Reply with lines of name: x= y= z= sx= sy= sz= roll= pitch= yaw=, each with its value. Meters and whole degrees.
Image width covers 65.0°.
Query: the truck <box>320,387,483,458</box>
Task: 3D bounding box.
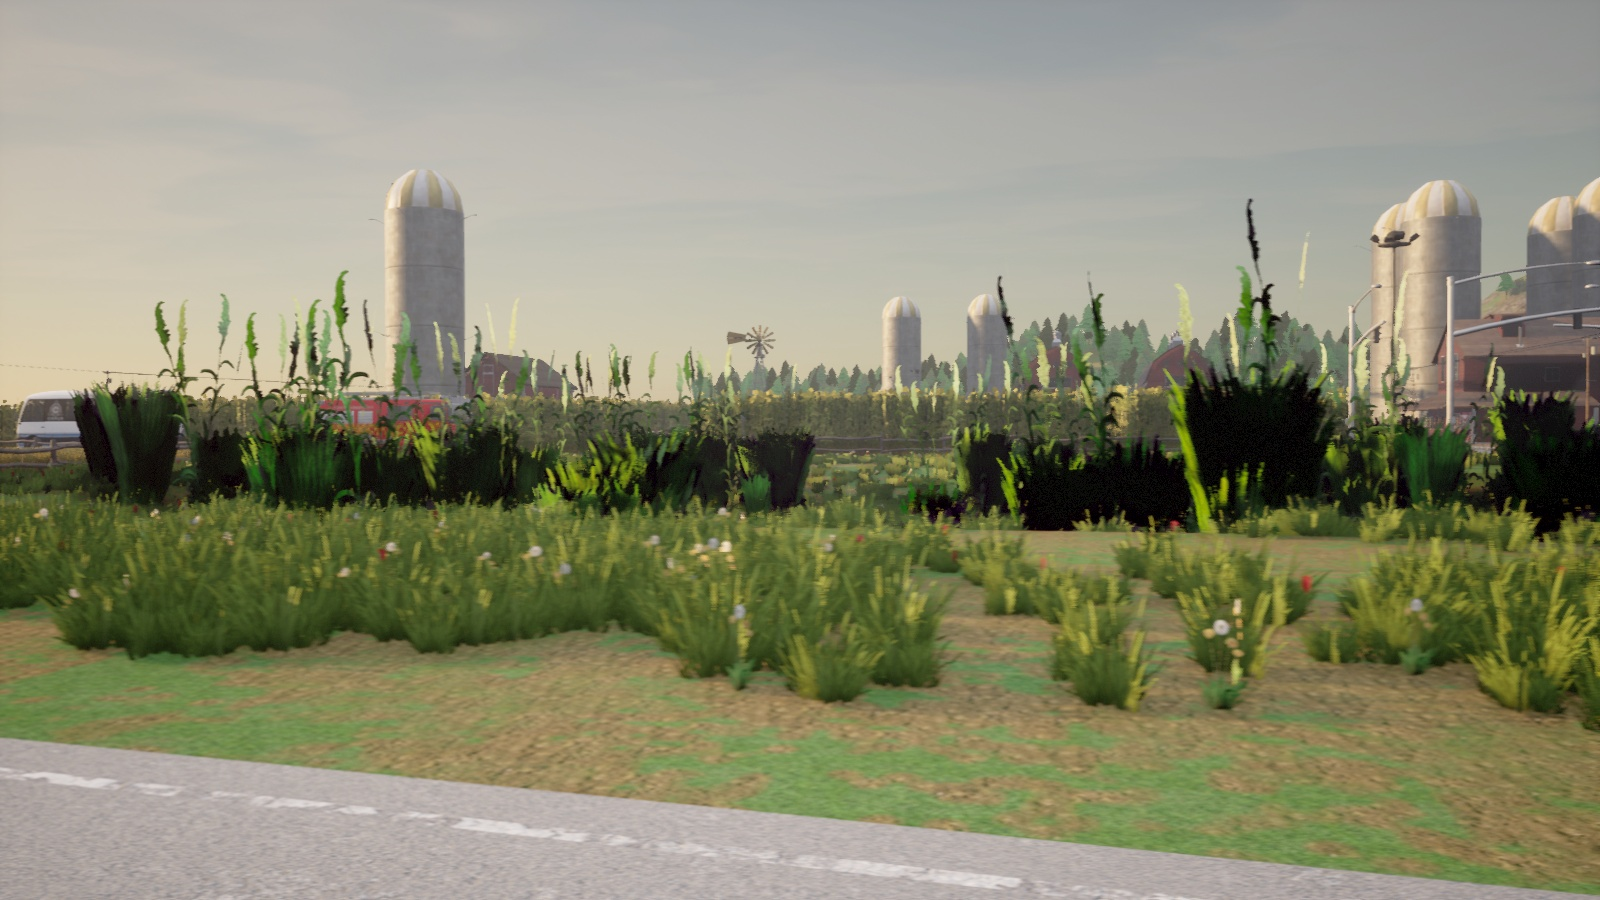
truck: x=-22.480 y=-1.546 z=70.913 sx=8.468 sy=3.827 sz=2.891 roll=0 pitch=1 yaw=13

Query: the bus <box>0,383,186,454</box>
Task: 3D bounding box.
bus: x=-44.460 y=-1.963 z=78.988 sx=10.273 sy=4.253 sz=3.944 roll=0 pitch=1 yaw=12
